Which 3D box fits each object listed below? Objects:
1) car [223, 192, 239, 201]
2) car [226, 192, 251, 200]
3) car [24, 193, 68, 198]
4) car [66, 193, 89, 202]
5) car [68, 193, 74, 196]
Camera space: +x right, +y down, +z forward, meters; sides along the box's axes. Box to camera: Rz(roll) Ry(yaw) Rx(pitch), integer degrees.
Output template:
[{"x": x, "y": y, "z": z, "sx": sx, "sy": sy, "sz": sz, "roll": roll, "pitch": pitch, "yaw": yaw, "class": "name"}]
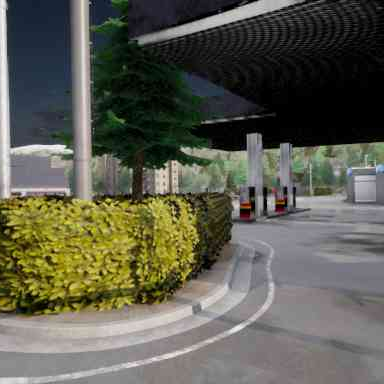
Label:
[{"x": 7.434, "y": 0.852, "z": 63.913, "sx": 5.027, "sy": 1.636, "sz": 2.152, "roll": -1, "pitch": 1, "yaw": 35, "class": "car"}, {"x": 9.206, "y": 0.813, "z": 66.502, "sx": 4.514, "sy": 1.523, "sz": 2.007, "roll": -1, "pitch": 1, "yaw": 35, "class": "car"}, {"x": -14.773, "y": 1.183, "z": 33.589, "sx": 3.866, "sy": 1.878, "sz": 1.905, "roll": -1, "pitch": 1, "yaw": 35, "class": "car"}, {"x": -22.897, "y": 1.104, "z": 66.486, "sx": 4.605, "sy": 1.855, "sz": 1.932, "roll": -1, "pitch": 1, "yaw": 35, "class": "car"}, {"x": -24.242, "y": 1.124, "z": 63.877, "sx": 3.866, "sy": 1.878, "sz": 1.905, "roll": -1, "pitch": 1, "yaw": 35, "class": "car"}]
